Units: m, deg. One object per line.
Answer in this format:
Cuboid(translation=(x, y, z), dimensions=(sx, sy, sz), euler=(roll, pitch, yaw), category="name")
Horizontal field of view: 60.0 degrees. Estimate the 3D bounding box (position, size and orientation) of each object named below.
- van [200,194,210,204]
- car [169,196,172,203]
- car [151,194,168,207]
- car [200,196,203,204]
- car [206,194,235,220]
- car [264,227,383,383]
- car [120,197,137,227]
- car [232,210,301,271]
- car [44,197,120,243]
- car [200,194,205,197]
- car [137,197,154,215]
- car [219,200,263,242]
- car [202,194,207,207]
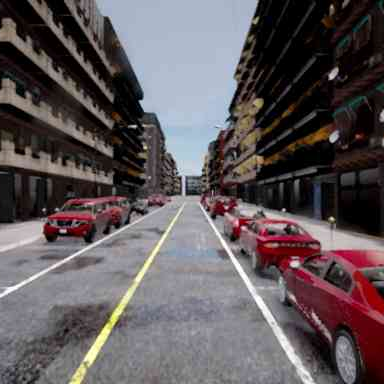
Cuboid(translation=(2.563, 1.303, 65.900), dimensions=(1.690, 1.788, 3.998), euler=(1, 0, 0), category="van")
Cuboid(translation=(-5.288, 1.553, 71.487), dimensions=(1.802, 1.307, 4.206), euler=(1, 0, 0), category="car")
Cuboid(translation=(-5.285, 1.262, 49.362), dimensions=(2.192, 1.841, 5.009), euler=(1, 0, 0), category="car")
Cuboid(translation=(2.556, 1.529, 49.306), dimensions=(1.802, 1.307, 4.206), euler=(1, 0, 0), category="car")
Cuboid(translation=(2.559, 1.270, 27.179), dimensions=(2.192, 1.841, 5.009), euler=(1, 0, 0), category="car")
Cuboid(translation=(2.585, 1.534, 5.056), dimensions=(1.887, 1.381, 4.507), euler=(1, 0, 0), category="car")
Cuboid(translation=(-5.288, 1.277, 21.709), dimensions=(2.192, 1.841, 5.009), euler=(1, 0, 0), category="car")
Cuboid(translation=(2.585, 1.523, 10.586), dimensions=(1.887, 1.381, 4.507), euler=(1, 0, 0), category="car")
Cuboid(translation=(-5.289, 1.285, 16.179), dimensions=(2.192, 1.841, 5.009), euler=(1, 0, 0), category="car")
Cuboid(translation=(2.563, 1.270, 60.368), dimensions=(2.192, 1.841, 5.009), euler=(1, 0, 0), category="car")
Cuboid(translation=(-5.292, 1.516, 32.772), dimensions=(1.947, 1.339, 4.313), euler=(1, 0, 0), category="car")
Cuboid(translation=(2.596, 1.410, 16.118), dimensions=(1.967, 1.590, 4.097), euler=(1, 0, 0), category="car")
Cuboid(translation=(2.557, 1.387, 38.243), dimensions=(1.967, 1.590, 4.097), euler=(1, 0, 0), category="car")
